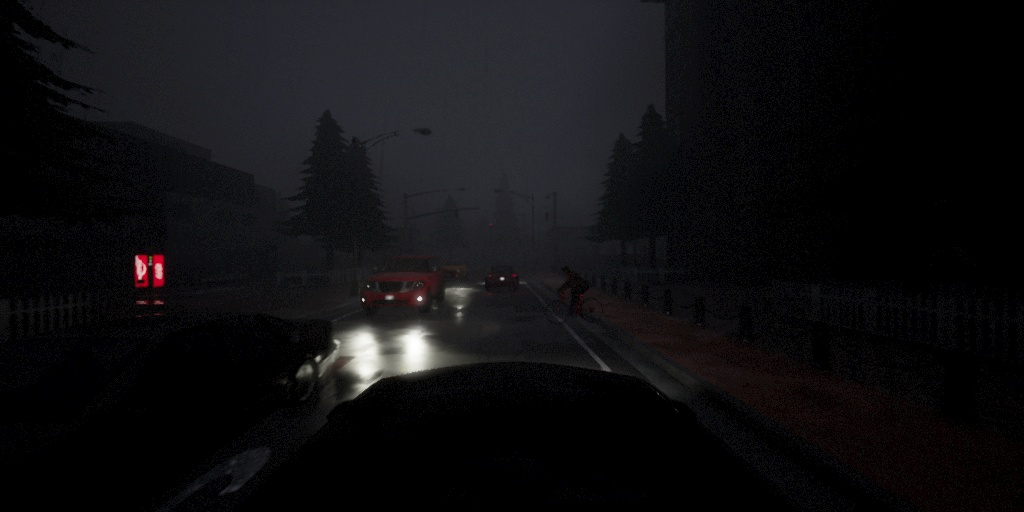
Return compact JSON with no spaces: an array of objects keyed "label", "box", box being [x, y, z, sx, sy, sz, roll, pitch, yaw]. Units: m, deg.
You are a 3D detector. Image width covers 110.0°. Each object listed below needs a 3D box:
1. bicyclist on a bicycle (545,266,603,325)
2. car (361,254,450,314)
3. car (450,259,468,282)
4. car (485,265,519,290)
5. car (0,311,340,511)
[{"label":"bicyclist on a bicycle","box":[1.702,1.080,9.995,1.656,1.620,0.582,-4,0,-2]},{"label":"car","box":[-4.024,0.959,14.204,2.150,2.045,5.566,-1,0,-2]},{"label":"car","box":[-4.409,0.968,26.773,1.882,1.535,5.008,-1,0,-2]},{"label":"car","box":[-0.619,1.227,21.893,1.994,1.385,4.181,-1,0,-2]},{"label":"car","box":[-3.616,1.330,3.484,2.033,1.411,5.357,-1,0,-2]}]
